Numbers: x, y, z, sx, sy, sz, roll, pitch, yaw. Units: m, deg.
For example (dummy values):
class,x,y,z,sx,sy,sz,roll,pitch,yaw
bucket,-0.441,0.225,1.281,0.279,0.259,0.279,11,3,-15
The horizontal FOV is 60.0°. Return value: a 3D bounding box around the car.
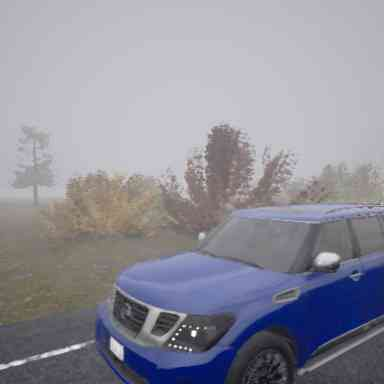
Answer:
class,x,y,z,sx,sy,sz,roll,pitch,yaw
car,1.482,1.221,4.970,5.566,2.045,2.150,0,0,-36
